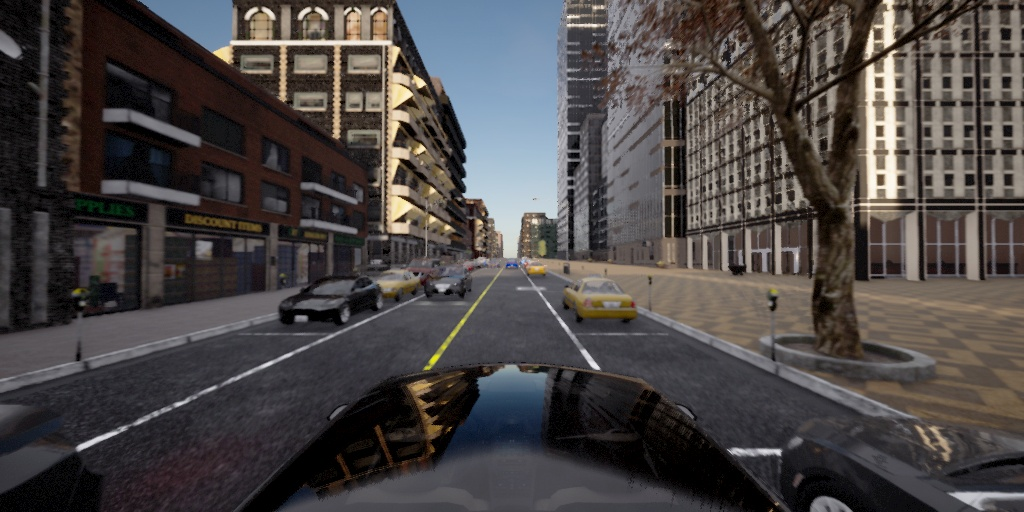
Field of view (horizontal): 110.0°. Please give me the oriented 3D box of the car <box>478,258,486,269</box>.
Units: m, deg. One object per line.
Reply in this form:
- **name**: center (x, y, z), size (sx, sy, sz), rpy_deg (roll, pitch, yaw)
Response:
- **car**: center (-5.696, 1.334, 56.414), size (1.948, 1.339, 4.313), rpy_deg (0, 0, 0)

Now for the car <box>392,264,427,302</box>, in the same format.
- **car**: center (-5.692, 1.279, 17.256), size (1.751, 1.417, 4.829), rpy_deg (0, 0, 0)

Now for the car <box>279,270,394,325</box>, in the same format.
- **car**: center (-5.691, 1.318, 11.857), size (1.948, 1.339, 4.313), rpy_deg (0, 0, 0)

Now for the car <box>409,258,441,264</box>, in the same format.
- **car**: center (-5.692, 1.070, 22.997), size (2.192, 1.841, 5.009), rpy_deg (0, 0, 0)

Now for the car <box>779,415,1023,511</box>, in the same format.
- **car**: center (2.691, 1.300, 0.717), size (2.007, 1.370, 4.403), rpy_deg (0, 0, 0)

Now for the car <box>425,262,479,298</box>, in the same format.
- **car**: center (-3.101, 1.244, 18.370), size (2.128, 1.511, 4.902), rpy_deg (0, 0, 0)

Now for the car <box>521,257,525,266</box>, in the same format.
- **car**: center (2.685, 1.208, 56.414), size (1.967, 1.591, 4.097), rpy_deg (0, 0, 0)

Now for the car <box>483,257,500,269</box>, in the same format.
- **car**: center (-3.049, 1.122, 59.031), size (2.097, 1.767, 4.553), rpy_deg (0, 0, 1)

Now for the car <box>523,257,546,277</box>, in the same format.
- **car**: center (2.346, 1.217, 36.009), size (1.801, 1.575, 5.366), rpy_deg (0, 0, 0)

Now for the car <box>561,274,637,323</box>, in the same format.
- **car**: center (2.690, 1.277, 12.028), size (1.751, 1.417, 4.829), rpy_deg (0, 0, 0)

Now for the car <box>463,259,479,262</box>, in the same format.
- **car**: center (-5.695, 1.308, 45.274), size (1.888, 1.381, 4.507), rpy_deg (0, 0, 0)

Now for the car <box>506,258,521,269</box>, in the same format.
- **car**: center (-0.004, 1.245, 55.092), size (1.882, 1.535, 5.008), rpy_deg (0, 0, 0)
